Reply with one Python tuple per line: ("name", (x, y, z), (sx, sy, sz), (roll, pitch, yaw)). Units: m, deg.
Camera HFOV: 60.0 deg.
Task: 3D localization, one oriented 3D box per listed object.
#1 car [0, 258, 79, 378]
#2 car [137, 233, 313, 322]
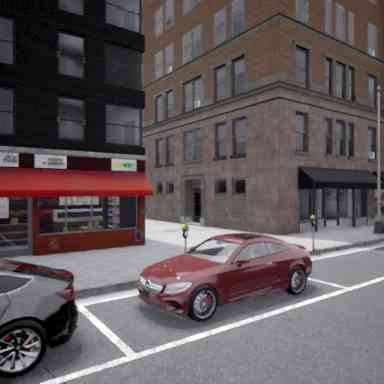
("car", (-3.597, 1.566, 3.969), (4.313, 1.339, 1.947), (0, 0, -35))
("car", (0.884, 1.580, 7.160), (4.206, 1.307, 1.802), (0, 0, -35))
